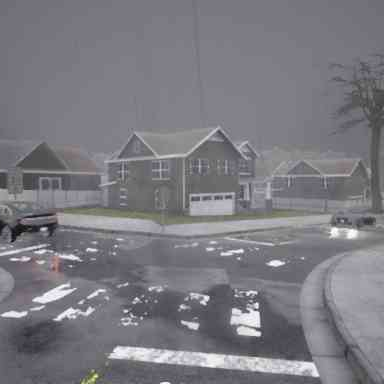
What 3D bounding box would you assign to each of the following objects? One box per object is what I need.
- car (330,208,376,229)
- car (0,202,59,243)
[{"bbox_3d":[11.913,1.877,24.511,4.181,1.385,1.994,1,1,-43],"label":"car"},{"bbox_3d":[-7.816,1.173,14.449,4.902,1.511,2.128,2,3,34],"label":"car"}]
